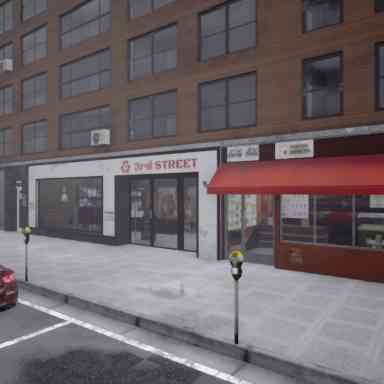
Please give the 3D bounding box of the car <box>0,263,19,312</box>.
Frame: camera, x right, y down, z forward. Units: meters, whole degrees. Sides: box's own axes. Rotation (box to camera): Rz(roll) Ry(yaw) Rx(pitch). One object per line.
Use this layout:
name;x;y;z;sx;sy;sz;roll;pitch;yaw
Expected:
car;-4.925;1.581;6.327;4.206;1.307;1.802;0;0;36
